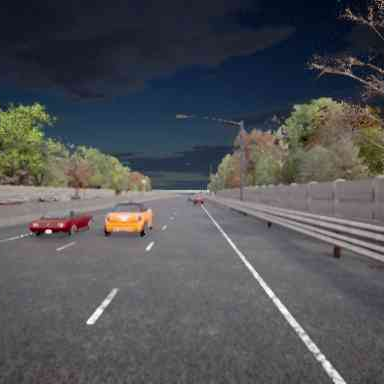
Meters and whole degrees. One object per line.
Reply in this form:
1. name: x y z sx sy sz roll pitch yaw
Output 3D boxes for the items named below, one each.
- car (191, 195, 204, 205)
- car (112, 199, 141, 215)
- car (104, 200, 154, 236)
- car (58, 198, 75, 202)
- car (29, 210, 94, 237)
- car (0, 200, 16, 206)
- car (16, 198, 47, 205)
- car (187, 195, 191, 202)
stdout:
1. car: 1.207 1.594 59.548 1.882 1.535 5.008 0 0 0
2. car: -6.911 1.550 35.685 2.128 1.511 4.902 0 0 0
3. car: -3.406 1.380 18.756 2.097 1.767 4.553 0 0 0
4. car: -17.586 1.604 46.629 1.812 1.442 4.674 0 0 0
5. car: -6.906 1.629 18.259 1.895 1.301 4.718 0 0 0
6. car: -24.585 1.677 45.073 1.895 1.301 4.718 0 0 0
7. car: -21.095 1.578 44.638 1.837 1.490 4.892 0 0 0
8. car: -0.024 1.517 78.299 2.097 1.767 4.553 0 0 0
